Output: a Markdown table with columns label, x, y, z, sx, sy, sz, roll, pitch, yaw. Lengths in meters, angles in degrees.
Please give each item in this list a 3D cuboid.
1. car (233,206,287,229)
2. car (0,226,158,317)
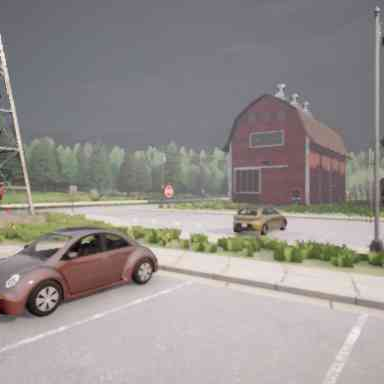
| label | x | y | z | sx | sy | sz | roll | pitch | yaw |
| --- | --- | --- | --- | --- | --- | --- | --- | --- | --- |
| car | 3.863 | 1.500 | 18.625 | 1.816 | 1.474 | 4.193 | 0 | 0 | 36 |
| car | -2.613 | 1.516 | 7.444 | 1.784 | 1.438 | 3.905 | 0 | 0 | 36 |
